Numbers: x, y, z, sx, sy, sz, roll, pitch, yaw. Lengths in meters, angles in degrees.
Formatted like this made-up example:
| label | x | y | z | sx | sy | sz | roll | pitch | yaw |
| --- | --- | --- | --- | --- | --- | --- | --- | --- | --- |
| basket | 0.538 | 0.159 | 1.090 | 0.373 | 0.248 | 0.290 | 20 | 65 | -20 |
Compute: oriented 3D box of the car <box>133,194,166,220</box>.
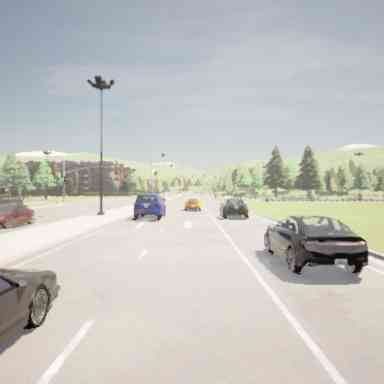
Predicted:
| label | x | y | z | sx | sy | sz | roll | pitch | yaw |
| --- | --- | --- | --- | --- | --- | --- | --- | --- | --- |
| car | -3.400 | 1.163 | 27.352 | 2.150 | 2.045 | 5.566 | 0 | 0 | 0 |

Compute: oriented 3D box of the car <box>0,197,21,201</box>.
| label | x | y | z | sx | sy | sz | roll | pitch | yaw |
| --- | --- | --- | --- | --- | --- | --- | --- | --- | --- |
| car | -15.041 | 1.294 | 26.563 | 2.097 | 1.767 | 4.553 | 0 | 0 | 1 |

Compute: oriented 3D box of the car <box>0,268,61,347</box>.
| label | x | y | z | sx | sy | sz | roll | pitch | yaw |
| --- | --- | --- | --- | --- | --- | --- | --- | --- | --- |
| car | -3.398 | 1.539 | 3.827 | 2.033 | 1.411 | 5.357 | 0 | 0 | 0 |

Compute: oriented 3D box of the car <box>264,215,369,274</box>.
| label | x | y | z | sx | sy | sz | roll | pitch | yaw |
| --- | --- | --- | --- | --- | --- | --- | --- | --- | --- |
| car | 3.601 | 1.469 | 10.461 | 2.128 | 1.511 | 4.902 | 0 | 0 | 0 |

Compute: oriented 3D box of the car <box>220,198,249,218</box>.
| label | x | y | z | sx | sy | sz | roll | pitch | yaw |
| --- | --- | --- | --- | --- | --- | --- | --- | --- | --- |
| car | 3.600 | 1.290 | 29.118 | 2.097 | 1.767 | 4.553 | 0 | 0 | 0 |

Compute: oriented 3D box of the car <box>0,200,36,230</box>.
| label | x | y | z | sx | sy | sz | roll | pitch | yaw |
| --- | --- | --- | --- | --- | --- | --- | --- | --- | --- |
| car | -11.576 | 1.480 | 20.948 | 1.812 | 1.442 | 4.674 | 0 | 0 | 0 |

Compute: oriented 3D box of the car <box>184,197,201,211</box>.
| label | x | y | z | sx | sy | sz | roll | pitch | yaw |
| --- | --- | --- | --- | --- | --- | --- | --- | --- | --- |
| car | 0.101 | 1.392 | 39.812 | 1.882 | 1.535 | 5.008 | 0 | 0 | 0 |
